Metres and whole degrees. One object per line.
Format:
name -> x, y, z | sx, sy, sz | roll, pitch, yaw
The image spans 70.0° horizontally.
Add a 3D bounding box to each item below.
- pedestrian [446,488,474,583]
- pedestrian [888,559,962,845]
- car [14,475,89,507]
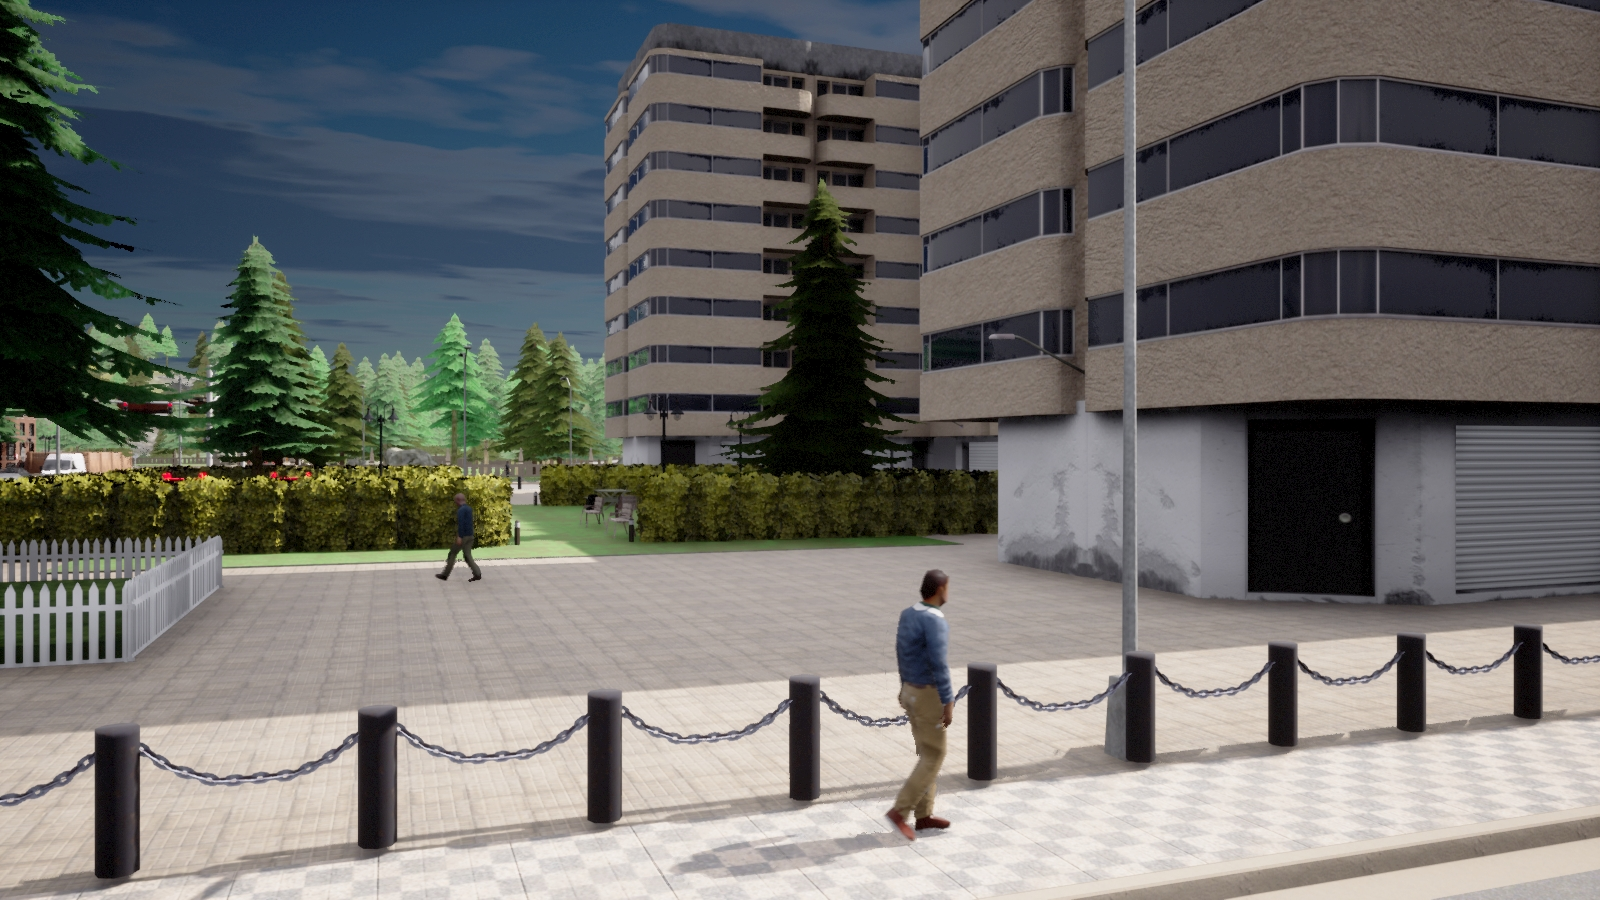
pedestrian -> -6.724, 1.682, 22.601 | 0.375, 1.860, 0.375 | 0, 0, 15
pedestrian -> 0.859, 1.699, 7.857 | 0.375, 1.860, 0.375 | 0, 0, -22
car -> -38.243, 2.063, 58.523 | 2.163, 1.488, 4.792 | 0, 0, -20
